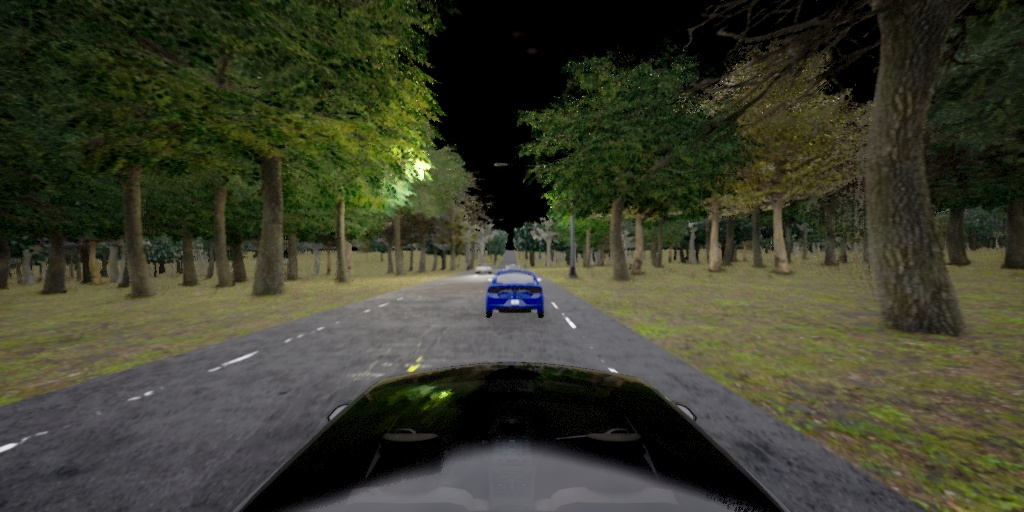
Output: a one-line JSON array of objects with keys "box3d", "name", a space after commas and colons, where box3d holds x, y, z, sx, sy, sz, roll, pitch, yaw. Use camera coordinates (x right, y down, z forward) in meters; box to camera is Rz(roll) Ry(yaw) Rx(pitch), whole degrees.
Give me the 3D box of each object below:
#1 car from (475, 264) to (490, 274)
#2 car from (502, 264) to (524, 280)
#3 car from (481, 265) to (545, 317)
[{"box3d": [-3.517, 1.610, 45.458, 1.895, 1.301, 4.718, 0, -1, 0], "name": "car"}, {"box3d": [0.087, 1.460, 33.438, 1.895, 1.301, 4.718, 0, -1, 0], "name": "car"}, {"box3d": [0.093, 1.234, 13.206, 1.882, 1.535, 5.008, 0, 0, 0], "name": "car"}]
